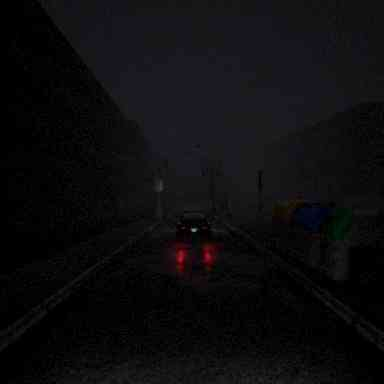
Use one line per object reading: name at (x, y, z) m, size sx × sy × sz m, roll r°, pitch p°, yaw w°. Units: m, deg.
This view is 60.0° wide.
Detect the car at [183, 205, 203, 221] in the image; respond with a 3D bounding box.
car at (0.104, 2.164, 35.090) m, size 1.882 × 1.535 × 5.008 m, roll 0°, pitch -2°, yaw 0°

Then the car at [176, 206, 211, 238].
car at (0.087, 1.729, 18.682) m, size 1.812 × 1.442 × 4.674 m, roll 0°, pitch -1°, yaw 0°
